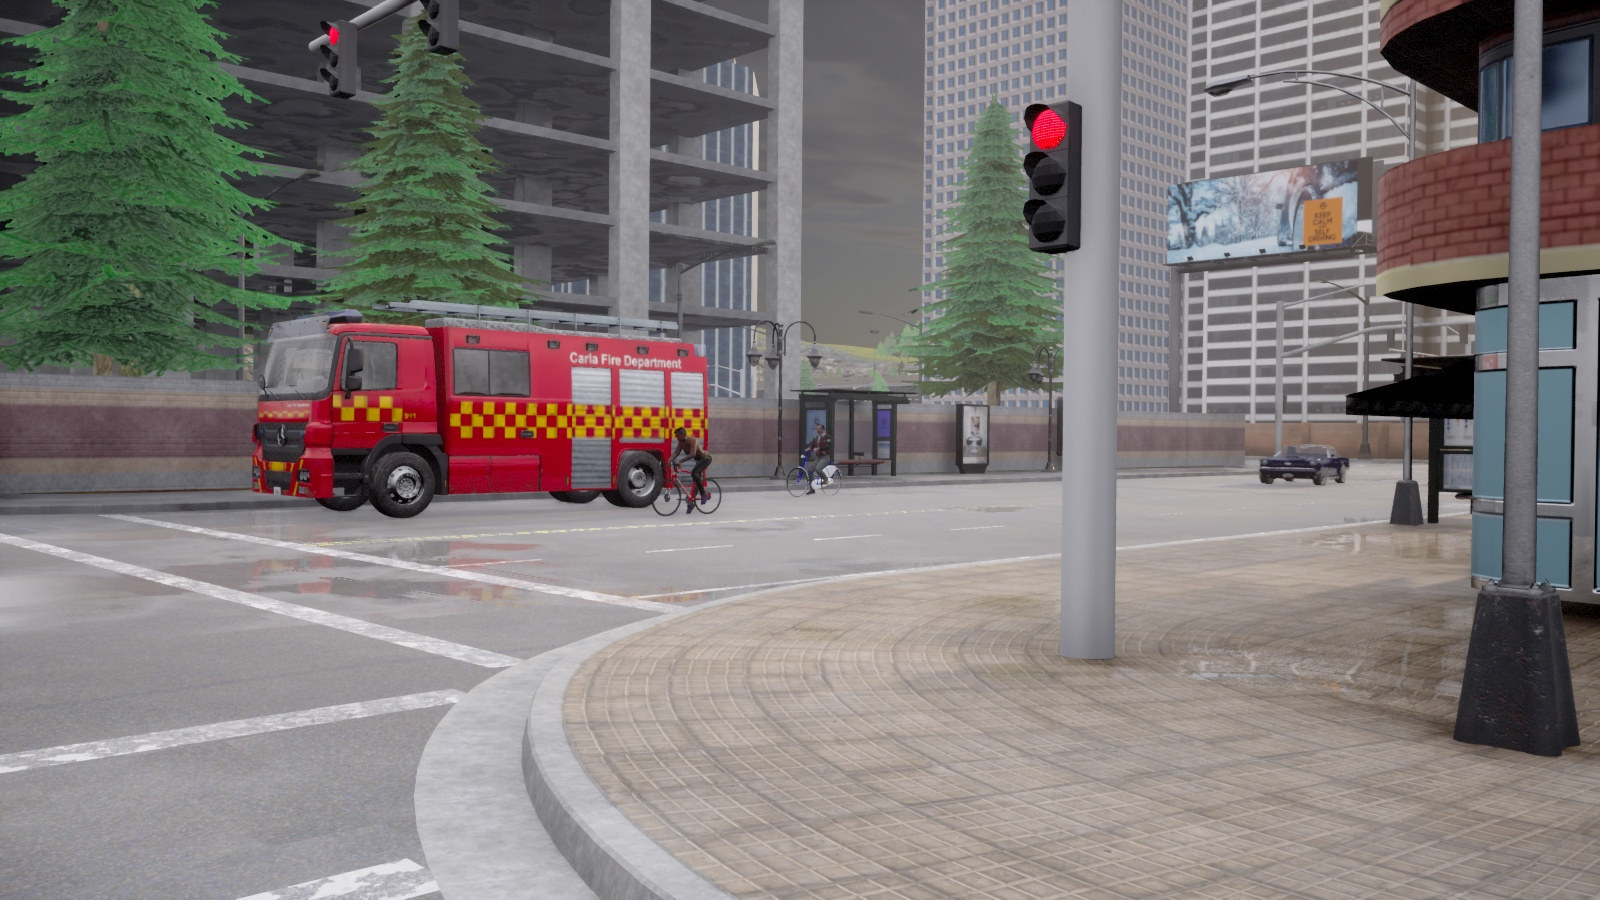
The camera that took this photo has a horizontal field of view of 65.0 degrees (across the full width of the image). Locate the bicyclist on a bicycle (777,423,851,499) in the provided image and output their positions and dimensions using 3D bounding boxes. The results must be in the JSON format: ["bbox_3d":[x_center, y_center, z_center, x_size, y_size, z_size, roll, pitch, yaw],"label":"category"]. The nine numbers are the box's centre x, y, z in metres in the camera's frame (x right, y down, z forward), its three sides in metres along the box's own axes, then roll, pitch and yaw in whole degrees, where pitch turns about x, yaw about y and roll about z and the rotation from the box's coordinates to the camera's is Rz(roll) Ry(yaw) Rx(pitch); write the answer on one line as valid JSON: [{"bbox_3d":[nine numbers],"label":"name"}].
[{"bbox_3d":[0.346,0.242,30.206,1.843,1.776,0.659,-1,1,-44],"label":"bicyclist on a bicycle"}]

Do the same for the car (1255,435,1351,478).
[{"bbox_3d":[16.569,0.174,41.225,1.895,1.301,4.718,0,1,35],"label":"car"}]

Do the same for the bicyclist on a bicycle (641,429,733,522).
[{"bbox_3d":[-2.060,0.443,23.091,1.656,1.620,0.582,-2,1,-44],"label":"bicyclist on a bicycle"}]

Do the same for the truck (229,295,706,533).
[{"bbox_3d":[-6.031,-0.653,24.140,8.468,3.827,2.891,-1,1,-44],"label":"truck"}]
